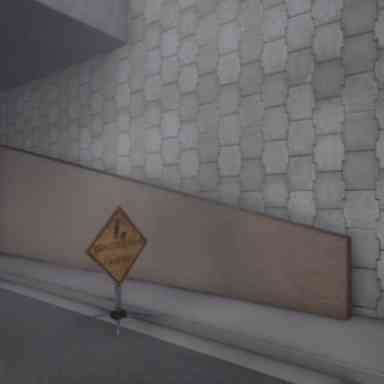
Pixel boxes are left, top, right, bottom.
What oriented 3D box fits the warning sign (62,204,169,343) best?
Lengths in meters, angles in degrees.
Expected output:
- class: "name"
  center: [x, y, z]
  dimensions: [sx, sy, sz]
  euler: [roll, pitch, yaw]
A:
- class: "warning sign"
  center: [-1.206, 1.152, 5.406]
  dimensions: [1.060, 1.860, 1.300]
  euler: [-1, 0, 36]
